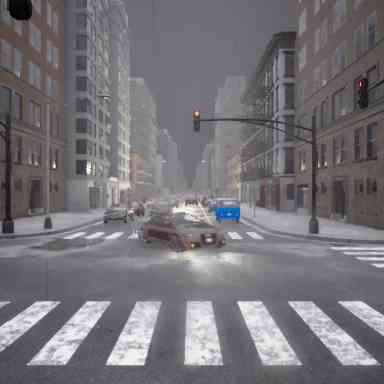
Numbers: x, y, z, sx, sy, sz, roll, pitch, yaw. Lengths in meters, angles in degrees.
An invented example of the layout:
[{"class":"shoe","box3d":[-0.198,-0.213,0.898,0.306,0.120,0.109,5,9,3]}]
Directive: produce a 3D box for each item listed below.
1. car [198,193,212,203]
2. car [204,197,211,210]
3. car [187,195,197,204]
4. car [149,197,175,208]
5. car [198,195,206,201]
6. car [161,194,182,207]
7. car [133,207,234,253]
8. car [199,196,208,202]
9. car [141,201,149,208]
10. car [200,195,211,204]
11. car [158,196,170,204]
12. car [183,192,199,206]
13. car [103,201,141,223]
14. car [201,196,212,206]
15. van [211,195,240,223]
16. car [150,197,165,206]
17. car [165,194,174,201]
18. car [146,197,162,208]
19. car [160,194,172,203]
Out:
[{"class":"car","box3d":[2.581,1.305,53.446,2.192,1.841,5.009,0,0,0]},{"class":"car","box3d":[2.598,1.580,36.402,1.802,1.307,4.206,0,0,0]},{"class":"car","box3d":[-0.069,1.460,65.168,1.882,1.535,5.008,0,0,0]},{"class":"car","box3d":[-2.874,1.524,31.628,1.812,1.442,4.674,0,0,0]},{"class":"car","box3d":[2.545,1.531,87.534,1.947,1.339,4.313,0,0,0]},{"class":"car","box3d":[-2.862,1.486,46.874,2.128,1.511,4.902,0,0,0]},{"class":"car","box3d":[-0.534,1.568,13.820,1.994,1.385,4.181,0,0,-36]},{"class":"car","box3d":[2.557,1.525,76.171,2.008,1.369,4.403,0,0,0]},{"class":"car","box3d":[-5.421,1.543,30.704,1.887,1.381,4.507,0,0,0]},{"class":"car","box3d":[2.569,1.422,64.809,1.967,1.590,4.097,0,0,0]},{"class":"car","box3d":[-5.456,1.548,64.796,1.947,1.339,4.313,0,0,0]},{"class":"car","box3d":[-0.059,1.341,55.136,2.097,1.767,4.553,0,0,0]},{"class":"car","box3d":[-5.415,1.550,25.023,2.008,1.369,4.403,0,0,0]},{"class":"car","box3d":[2.586,1.576,47.765,1.802,1.307,4.206,0,0,0]},{"class":"van","box3d":[2.610,1.340,25.040,1.690,1.788,3.998,0,0,0]},{"class":"car","box3d":[-5.444,1.556,53.432,1.947,1.339,4.313,0,0,0]},{"class":"car","box3d":[-5.474,1.410,81.841,1.967,1.590,4.097,0,0,0]},{"class":"car","box3d":[-5.439,1.520,47.580,1.752,1.417,4.829,0,0,0]},{"class":"car","box3d":[-5.462,1.293,70.477,2.192,1.841,5.009,0,0,0]}]
